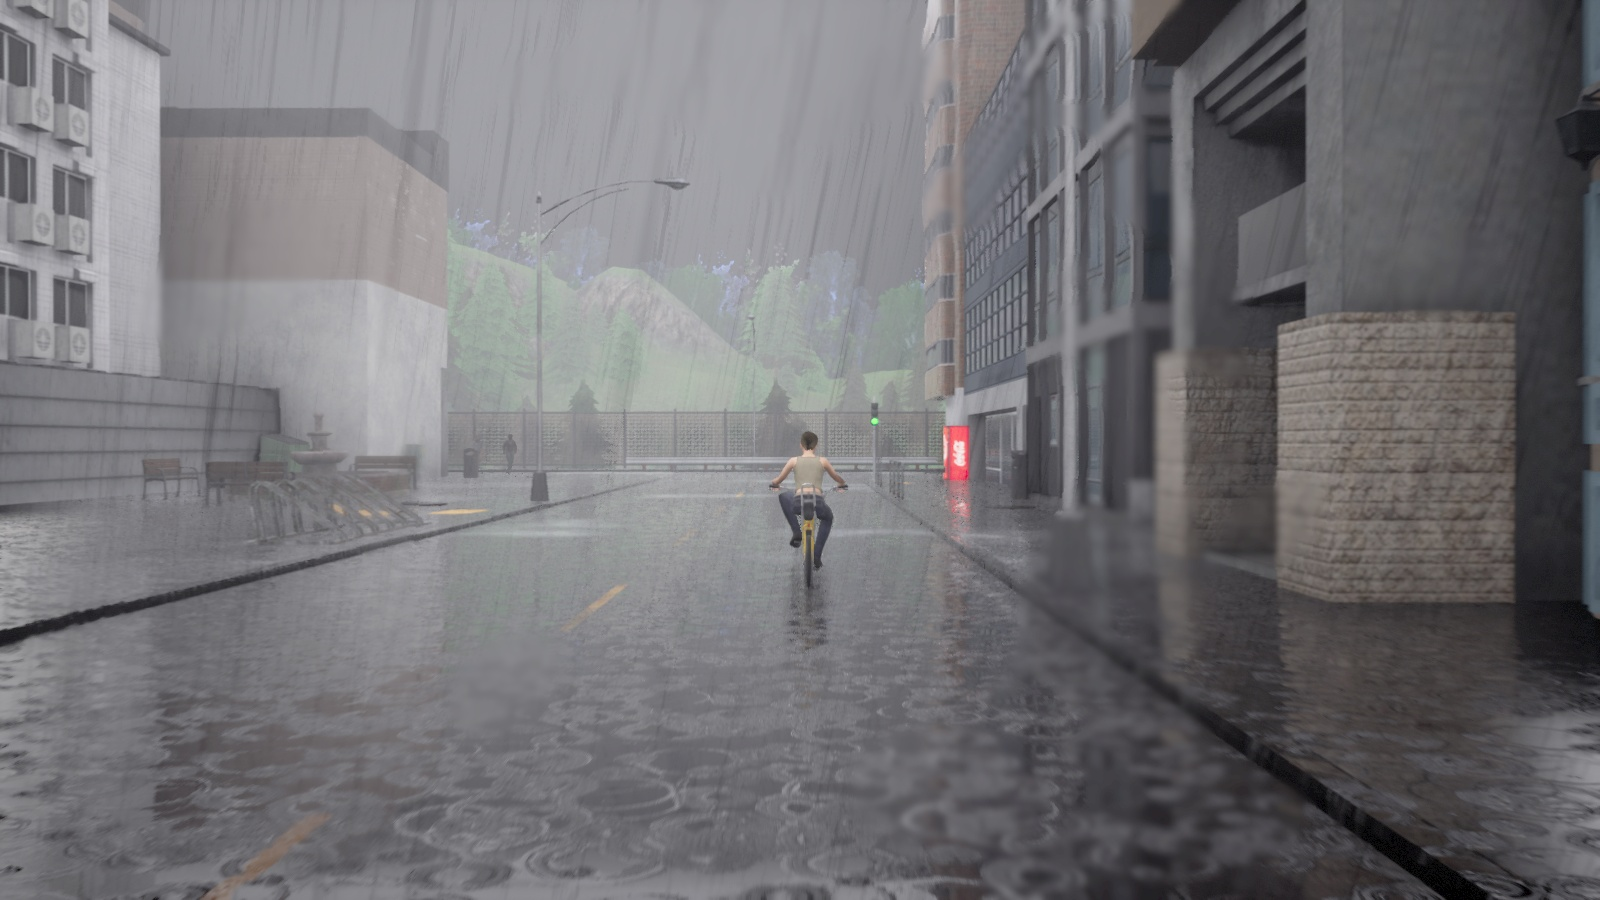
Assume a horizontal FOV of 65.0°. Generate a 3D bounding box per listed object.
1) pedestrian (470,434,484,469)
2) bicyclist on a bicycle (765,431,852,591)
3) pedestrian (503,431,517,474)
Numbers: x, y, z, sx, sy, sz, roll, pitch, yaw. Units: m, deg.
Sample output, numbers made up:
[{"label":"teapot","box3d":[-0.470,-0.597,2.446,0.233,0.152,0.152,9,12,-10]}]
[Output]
[{"label":"pedestrian","box3d":[-16.798,0.075,65.282,0.540,1.848,0.694,0,0,-31]},{"label":"bicyclist on a bicycle","box3d":[0.091,0.608,13.368,0.866,1.612,1.509,0,0,0]},{"label":"pedestrian","box3d":[-13.113,0.125,56.801,0.402,1.930,0.666,0,0,-38]}]
